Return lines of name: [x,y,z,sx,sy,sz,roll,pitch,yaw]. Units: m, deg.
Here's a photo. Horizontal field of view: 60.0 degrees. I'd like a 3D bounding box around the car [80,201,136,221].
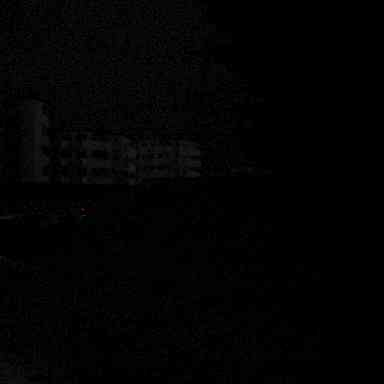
car: [-6.704,1.511,27.053,1.837,1.490,4.892,0,0,36]
